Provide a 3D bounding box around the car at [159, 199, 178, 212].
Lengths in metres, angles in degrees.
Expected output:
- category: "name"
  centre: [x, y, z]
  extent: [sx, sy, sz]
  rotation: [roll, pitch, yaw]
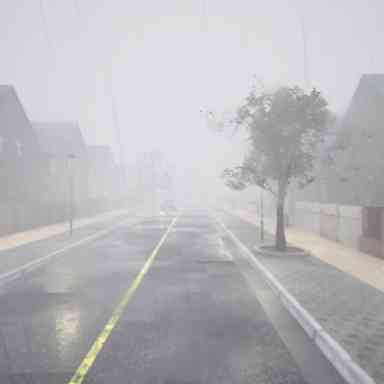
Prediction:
- category: "car"
  centre: [-2.755, 1.578, 40.008]
  extent: [1.812, 1.442, 4.674]
  rotation: [0, 0, 0]
